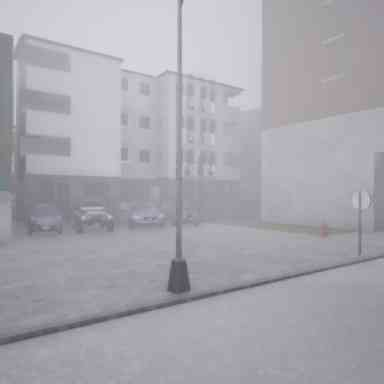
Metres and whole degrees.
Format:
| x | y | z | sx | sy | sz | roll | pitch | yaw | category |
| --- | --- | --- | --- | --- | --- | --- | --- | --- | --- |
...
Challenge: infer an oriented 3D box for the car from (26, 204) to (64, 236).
| x | y | z | sx | sy | sz | roll | pitch | yaw | category |
| --- | --- | --- | --- | --- | --- | --- | --- | --- | --- |
| -7.896 | 1.427 | 17.861 | 1.845 | 1.501 | 3.633 | 0 | 0 | -25 | car |

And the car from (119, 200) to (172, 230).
| x | y | z | sx | sy | sz | roll | pitch | yaw | category |
| --- | --- | --- | --- | --- | --- | --- | --- | --- | --- |
| -3.307 | 1.380 | 20.914 | 2.242 | 1.667 | 4.611 | 0 | 0 | -25 | car |

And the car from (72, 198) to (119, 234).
| x | y | z | sx | sy | sz | roll | pitch | yaw | category |
| --- | --- | --- | --- | --- | --- | --- | --- | --- | --- |
| -5.699 | 1.264 | 18.927 | 1.905 | 1.878 | 3.866 | 0 | 0 | -25 | car |

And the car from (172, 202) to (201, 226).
| x | y | z | sx | sy | sz | roll | pitch | yaw | category |
| --- | --- | --- | --- | --- | --- | --- | --- | --- | --- |
| -0.985 | 1.457 | 22.741 | 1.816 | 1.474 | 4.193 | 0 | 0 | -25 | car |
